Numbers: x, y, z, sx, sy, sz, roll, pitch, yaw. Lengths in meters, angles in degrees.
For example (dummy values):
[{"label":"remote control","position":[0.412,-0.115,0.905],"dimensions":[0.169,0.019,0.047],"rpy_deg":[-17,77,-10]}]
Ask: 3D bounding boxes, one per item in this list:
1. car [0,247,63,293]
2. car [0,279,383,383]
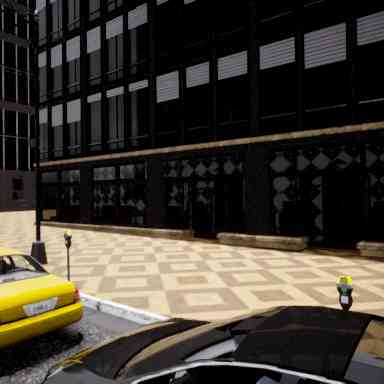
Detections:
[{"label":"car","position":[-3.932,1.527,5.859],"dimensions":[4.829,1.417,1.752],"rpy_deg":[0,-1,35]},{"label":"car","position":[0.703,1.566,2.345],"dimensions":[4.313,1.339,1.947],"rpy_deg":[0,-1,35]}]
